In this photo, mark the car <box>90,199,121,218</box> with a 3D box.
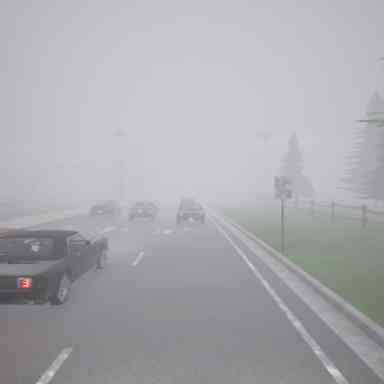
[{"bbox_3d":[-7.230,1.355,28.010,1.812,1.442,4.674,0,0,-1],"label":"car"}]

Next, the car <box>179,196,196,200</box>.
[{"bbox_3d":[-0.528,1.261,40.445,1.837,1.490,4.892,0,1,-1],"label":"car"}]

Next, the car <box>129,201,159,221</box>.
[{"bbox_3d":[-3.671,1.391,25.749,2.033,1.411,5.357,0,0,-1],"label":"car"}]

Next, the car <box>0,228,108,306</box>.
[{"bbox_3d":[-3.397,1.552,7.848,1.895,1.301,4.718,0,0,0],"label":"car"}]

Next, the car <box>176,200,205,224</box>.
[{"bbox_3d":[-0.121,1.459,23.410,1.895,1.301,4.718,0,0,-1],"label":"car"}]
